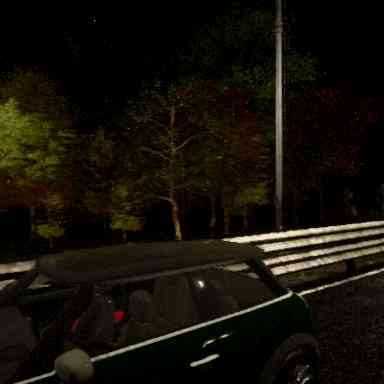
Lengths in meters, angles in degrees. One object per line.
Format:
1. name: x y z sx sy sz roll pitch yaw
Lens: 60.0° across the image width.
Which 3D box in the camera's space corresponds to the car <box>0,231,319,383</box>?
1. car: -0.917 1.348 3.032 4.553 1.767 2.097 0 0 -36
